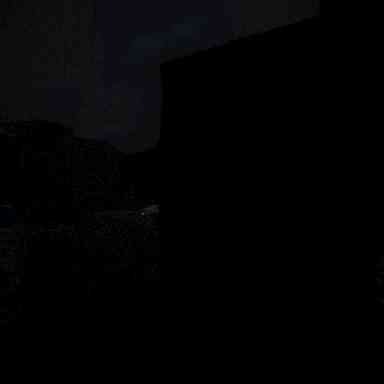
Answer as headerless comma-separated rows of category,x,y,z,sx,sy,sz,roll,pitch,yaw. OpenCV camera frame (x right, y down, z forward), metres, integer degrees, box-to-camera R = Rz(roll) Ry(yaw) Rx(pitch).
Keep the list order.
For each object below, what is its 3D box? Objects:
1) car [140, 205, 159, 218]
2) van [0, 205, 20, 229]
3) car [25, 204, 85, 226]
car,-4.226,2.321,39.758,1.812,1.442,4.674,1,0,36
van,-15.077,1.887,24.762,1.690,1.788,3.998,0,-1,36
car,-11.938,1.931,29.163,2.192,1.841,5.009,0,-1,36
